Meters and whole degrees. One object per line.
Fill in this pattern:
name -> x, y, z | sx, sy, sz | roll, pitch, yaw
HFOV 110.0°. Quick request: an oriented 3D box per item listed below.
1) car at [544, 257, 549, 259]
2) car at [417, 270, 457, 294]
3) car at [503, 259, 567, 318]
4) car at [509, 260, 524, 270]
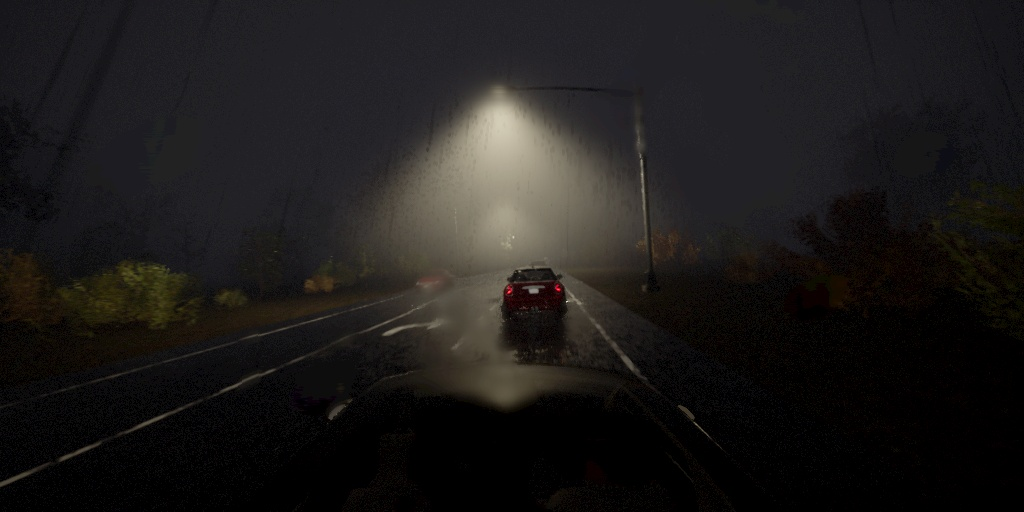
car -> 2.770, 1.241, 37.567 | 2.097, 1.767, 4.553 | -3, 0, 5
car -> -5.187, 1.765, 25.335 | 1.812, 1.442, 4.674 | -3, 0, 5
car -> 0.870, 1.154, 13.655 | 2.097, 1.767, 4.553 | -3, 0, 5
car -> 0.924, 1.662, 64.045 | 1.882, 1.535, 5.008 | -3, 0, 9
